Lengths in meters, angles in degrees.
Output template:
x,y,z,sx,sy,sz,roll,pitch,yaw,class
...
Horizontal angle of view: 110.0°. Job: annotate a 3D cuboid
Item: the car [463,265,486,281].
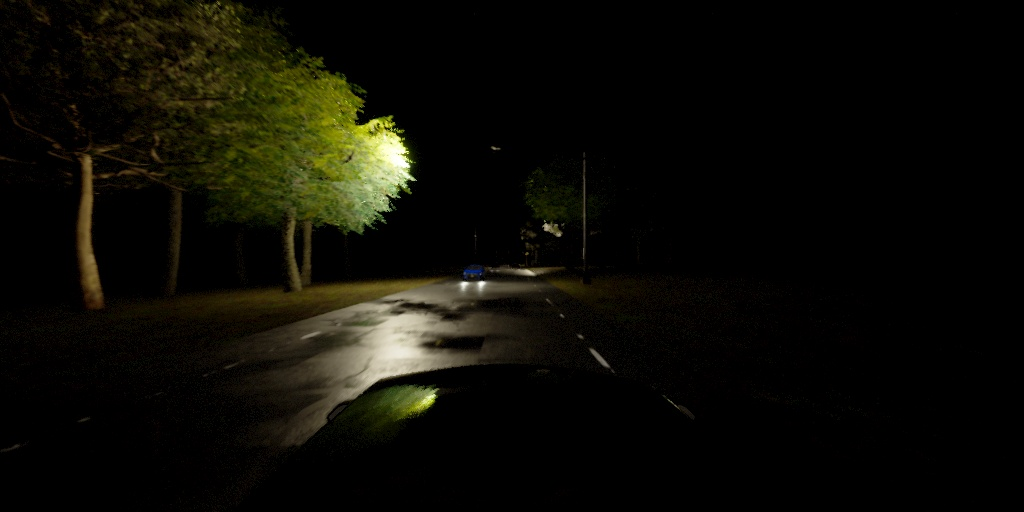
x,y,z,sx,sy,sz,roll,pitch,yaw,class
-3.590,1.586,34.925,1.882,1.535,5.008,0,-1,0,car
